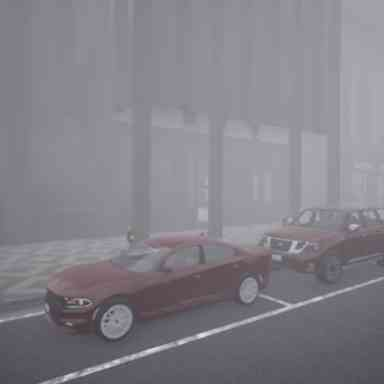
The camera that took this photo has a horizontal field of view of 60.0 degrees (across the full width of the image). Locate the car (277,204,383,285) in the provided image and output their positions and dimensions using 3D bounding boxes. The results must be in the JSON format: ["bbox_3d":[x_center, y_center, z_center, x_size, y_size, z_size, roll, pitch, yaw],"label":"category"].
[{"bbox_3d":[4.170,1.310,9.728,5.009,1.841,2.192,0,1,-35],"label":"car"}]

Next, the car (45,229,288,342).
[{"bbox_3d":[-0.410,1.543,6.464,4.507,1.381,1.887,0,1,-35],"label":"car"}]
